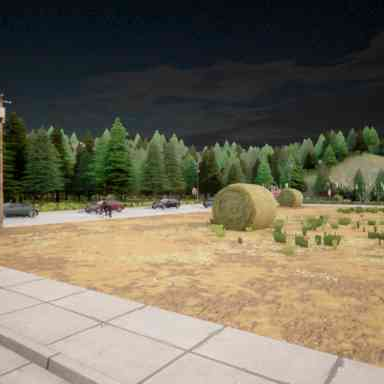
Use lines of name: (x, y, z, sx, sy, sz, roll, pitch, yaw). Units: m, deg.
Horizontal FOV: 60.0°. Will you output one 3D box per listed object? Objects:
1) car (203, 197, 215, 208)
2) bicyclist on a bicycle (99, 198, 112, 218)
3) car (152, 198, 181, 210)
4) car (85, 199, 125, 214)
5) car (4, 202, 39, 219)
car: (3.489, 1.518, 47.795, 2.128, 1.511, 4.902, 0, 0, 37)
bicyclist on a bicycle: (-7.049, 1.327, 27.042, 1.656, 1.620, 0.582, 0, 0, 36)
car: (-3.386, 1.552, 44.573, 1.812, 1.442, 4.674, 0, 0, 37)
car: (-9.468, 1.552, 36.347, 1.812, 1.442, 4.674, 0, 0, 36)
car: (-15.382, 1.591, 28.356, 1.994, 1.385, 4.181, 0, 0, 36)
